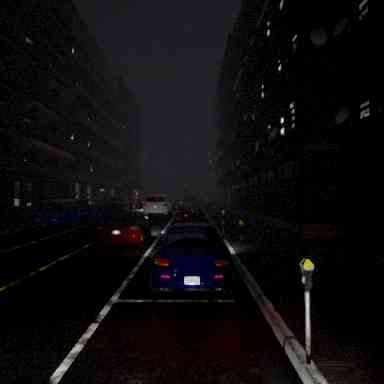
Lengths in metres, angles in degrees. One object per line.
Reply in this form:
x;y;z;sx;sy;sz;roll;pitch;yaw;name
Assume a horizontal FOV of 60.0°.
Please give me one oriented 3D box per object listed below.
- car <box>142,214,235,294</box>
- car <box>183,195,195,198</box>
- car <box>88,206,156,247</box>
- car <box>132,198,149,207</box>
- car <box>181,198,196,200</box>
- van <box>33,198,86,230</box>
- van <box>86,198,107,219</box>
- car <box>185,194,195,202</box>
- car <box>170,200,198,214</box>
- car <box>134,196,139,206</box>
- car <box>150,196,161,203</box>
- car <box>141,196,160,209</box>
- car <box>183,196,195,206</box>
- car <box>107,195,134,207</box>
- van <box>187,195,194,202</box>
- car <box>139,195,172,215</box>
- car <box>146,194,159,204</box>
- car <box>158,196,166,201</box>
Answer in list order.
0.003;1.530;8.653;1.812;1.442;4.674;0;0;0;car
-0.427;1.490;37.286;1.967;1.590;4.097;1;0;0;car
-3.013;1.575;15.209;1.994;1.385;4.181;0;0;0;car
-8.318;1.660;53.938;1.947;1.339;4.313;1;0;0;car
-0.437;1.582;31.754;1.887;1.381;4.507;1;0;0;car
-8.311;1.359;20.753;1.690;1.788;3.998;2;0;0;van
-8.312;1.368;26.285;1.690;1.788;3.998;1;0;0;van
-0.468;1.521;81.536;2.192;1.841;5.009;1;0;0;car
-0.436;1.572;26.224;1.887;1.381;4.507;1;0;0;car
-8.312;1.379;42.876;2.192;1.841;5.009;1;0;0;car
-8.319;1.725;76.059;1.887;1.381;4.507;1;0;0;car
-5.773;1.422;46.592;2.097;1.767;4.553;0;0;0;car
-0.470;1.553;59.411;1.967;1.590;4.097;1;0;0;car
-8.312;1.365;37.346;2.192;1.841;5.009;1;0;0;car
-0.469;1.575;87.068;1.690;1.788;3.998;1;0;0;van
-3.020;1.250;29.920;2.150;2.045;5.566;0;0;0;car
-8.314;1.471;70.528;2.192;1.841;5.009;1;0;0;car
-8.321;1.847;92.652;1.802;1.307;4.206;1;0;0;car
